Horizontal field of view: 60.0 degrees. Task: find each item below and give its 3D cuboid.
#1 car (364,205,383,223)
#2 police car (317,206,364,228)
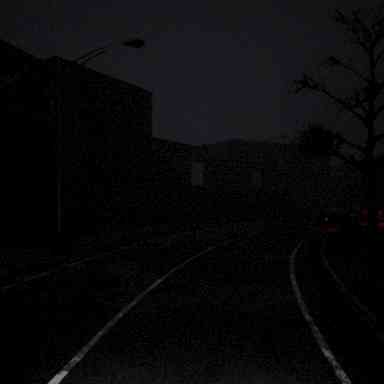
[{"bbox_3d":[19.225,2.063,33.353,4.553,1.767,2.097,1,-1,-33],"label":"car"},{"bbox_3d":[12.140,1.962,27.500,1.930,1.638,5.238,0,-1,44],"label":"police car"}]
